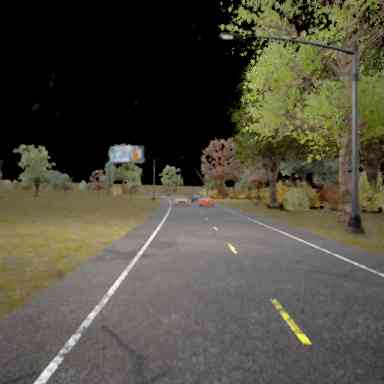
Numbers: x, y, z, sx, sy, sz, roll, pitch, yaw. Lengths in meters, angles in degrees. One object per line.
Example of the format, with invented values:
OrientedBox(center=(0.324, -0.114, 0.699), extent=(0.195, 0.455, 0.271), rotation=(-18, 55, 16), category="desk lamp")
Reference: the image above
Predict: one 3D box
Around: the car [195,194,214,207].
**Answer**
OrientedBox(center=(2.075, 1.280, 50.711), extent=(2.097, 1.767, 4.553), rotation=(0, 0, -3), category="car")

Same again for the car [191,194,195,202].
OrientedBox(center=(0.804, 1.235, 69.154), extent=(2.097, 1.767, 4.553), rotation=(0, 0, -4), category="car")

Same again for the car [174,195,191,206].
OrientedBox(center=(-1.664, 1.270, 52.277), extent=(2.097, 1.767, 4.553), rotation=(0, 0, -3), category="car")
